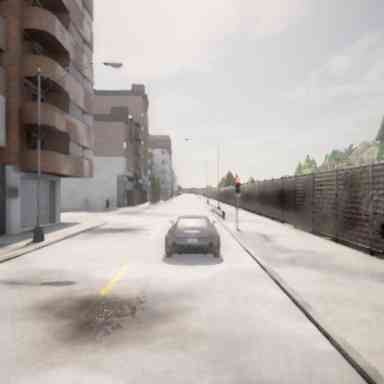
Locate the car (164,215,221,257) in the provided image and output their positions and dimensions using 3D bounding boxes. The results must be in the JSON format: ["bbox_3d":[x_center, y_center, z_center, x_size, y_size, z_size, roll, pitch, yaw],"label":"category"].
[{"bbox_3d":[0.039,1.567,12.934,1.994,1.385,4.181,0,0,1],"label":"car"}]
